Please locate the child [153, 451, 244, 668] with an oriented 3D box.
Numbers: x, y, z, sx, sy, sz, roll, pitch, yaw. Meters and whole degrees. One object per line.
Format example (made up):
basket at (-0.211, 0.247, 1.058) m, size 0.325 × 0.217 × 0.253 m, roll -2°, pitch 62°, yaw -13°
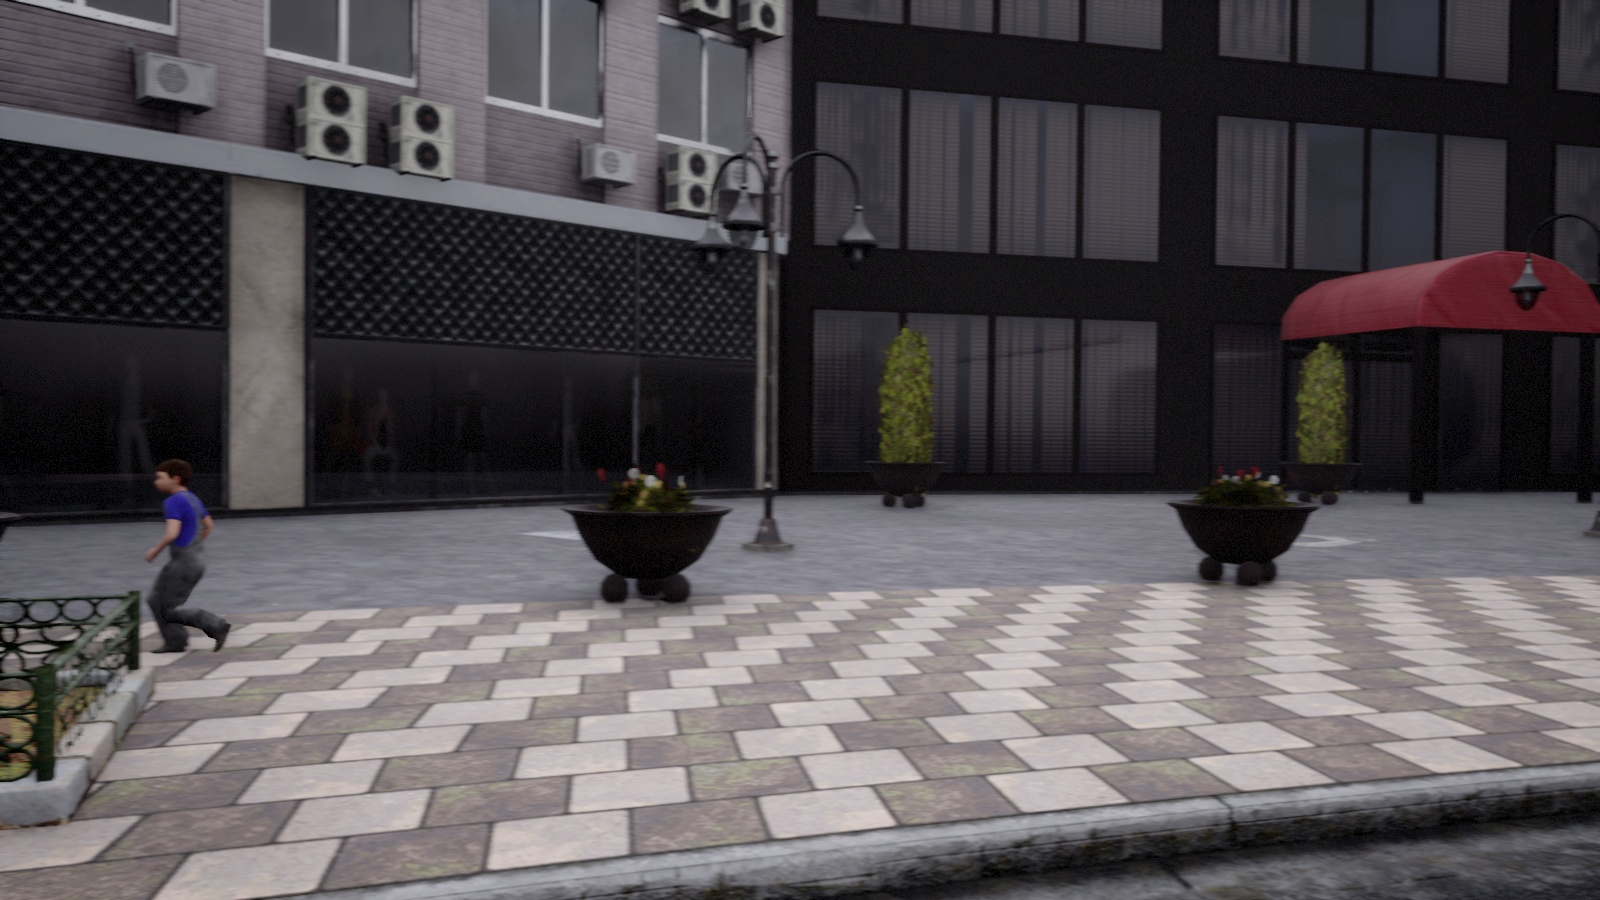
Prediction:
child at (-3.618, 0.645, 7.568) m, size 0.437 × 1.263 × 0.270 m, roll -1°, pitch 1°, yaw -18°
